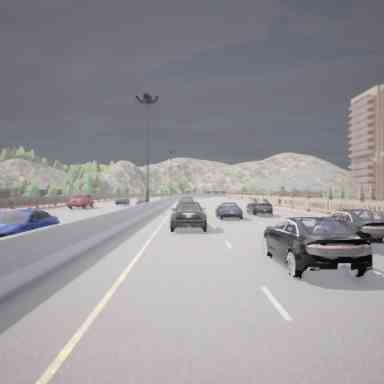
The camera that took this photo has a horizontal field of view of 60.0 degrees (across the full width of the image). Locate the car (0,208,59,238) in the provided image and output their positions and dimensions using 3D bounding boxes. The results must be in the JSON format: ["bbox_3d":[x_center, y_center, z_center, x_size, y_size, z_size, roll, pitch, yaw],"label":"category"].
[{"bbox_3d":[-7.292,1.483,14.036,1.882,1.535,5.008,0,0,-1],"label":"car"}]

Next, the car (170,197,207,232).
[{"bbox_3d":[-0.218,1.353,20.465,2.097,1.767,4.553,0,0,-1],"label":"car"}]

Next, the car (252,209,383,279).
[{"bbox_3d":[3.468,1.490,10.078,2.128,1.511,4.902,0,0,-1],"label":"car"}]

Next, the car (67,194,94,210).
[{"bbox_3d":[-14.861,1.238,44.684,2.150,2.045,5.566,0,0,-1],"label":"car"}]

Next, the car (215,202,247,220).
[{"bbox_3d":[3.132,1.563,28.482,1.994,1.385,4.181,0,0,-1],"label":"car"}]

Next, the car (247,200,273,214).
[{"bbox_3d":[6.554,1.488,32.517,2.128,1.511,4.902,0,0,-1],"label":"car"}]

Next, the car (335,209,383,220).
[{"bbox_3d":[6.898,1.487,14.269,2.128,1.511,4.902,0,0,-1],"label":"car"}]

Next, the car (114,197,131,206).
[{"bbox_3d":[-11.541,1.557,55.715,2.033,1.411,5.357,0,0,0],"label":"car"}]

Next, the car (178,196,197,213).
[{"bbox_3d":[-0.562,1.354,38.435,2.097,1.767,4.553,0,0,-1],"label":"car"}]

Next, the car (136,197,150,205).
[{"bbox_3d":[-8.043,1.534,55.249,1.812,1.442,4.674,0,0,-1],"label":"car"}]
